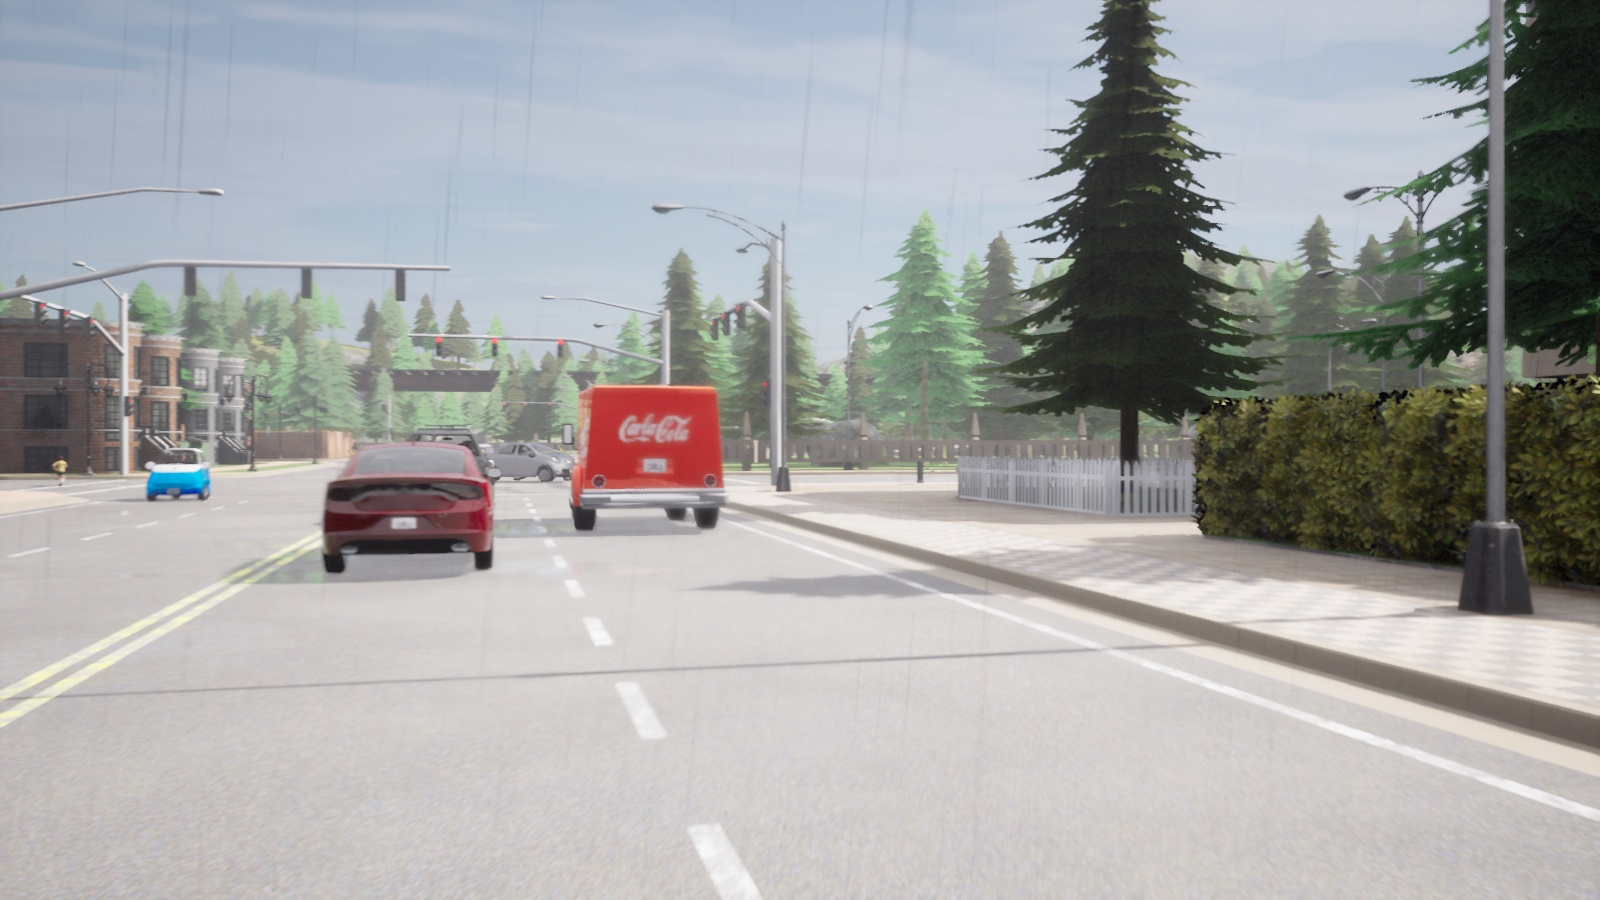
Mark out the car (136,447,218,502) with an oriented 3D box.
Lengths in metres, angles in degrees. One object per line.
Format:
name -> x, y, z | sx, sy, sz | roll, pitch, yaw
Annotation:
car -> -16.200, 0.605, 32.742 | 1.481, 1.376, 2.207 | 0, 0, -14

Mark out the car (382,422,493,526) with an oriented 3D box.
car -> -7.122, 0.418, 25.043 | 1.932, 1.855, 4.605 | 0, 0, -14

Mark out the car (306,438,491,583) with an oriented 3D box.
car -> -4.911, 0.631, 15.973 | 1.882, 1.535, 5.008 | 0, 0, -14

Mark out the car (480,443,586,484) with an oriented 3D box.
car -> -10.250, 0.485, 48.218 | 3.633, 1.501, 1.845 | 0, 1, 26

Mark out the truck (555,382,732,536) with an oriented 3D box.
truck -> -3.019, 0.130, 22.996 | 2.627, 2.467, 5.204 | 0, 0, -14

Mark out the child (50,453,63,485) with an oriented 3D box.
child -> -25.644, 0.658, 43.331 | 0.255, 1.110, 0.394 | 0, 0, -10
